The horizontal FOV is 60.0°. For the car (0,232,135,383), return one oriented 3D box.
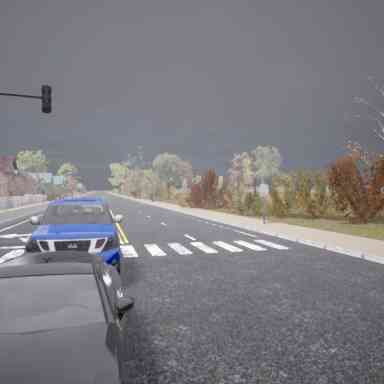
[{"bbox_3d":[-1.700,1.524,3.868,1.812,1.442,4.674,0,0,-13],"label":"car"}]

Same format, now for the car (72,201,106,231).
[{"bbox_3d":[-6.636,1.466,21.755,1.882,1.535,5.008,0,0,-16],"label":"car"}]

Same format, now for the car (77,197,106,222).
[{"bbox_3d":[-8.219,1.335,27.482,2.097,1.767,4.553,0,0,-16],"label":"car"}]

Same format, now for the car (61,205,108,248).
[{"bbox_3d":[-5.045,1.497,16.016,1.837,1.490,4.892,0,0,-15],"label":"car"}]

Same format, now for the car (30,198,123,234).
[{"bbox_3d":[-3.363,1.217,9.951,2.150,2.045,5.566,0,0,-15],"label":"car"}]
